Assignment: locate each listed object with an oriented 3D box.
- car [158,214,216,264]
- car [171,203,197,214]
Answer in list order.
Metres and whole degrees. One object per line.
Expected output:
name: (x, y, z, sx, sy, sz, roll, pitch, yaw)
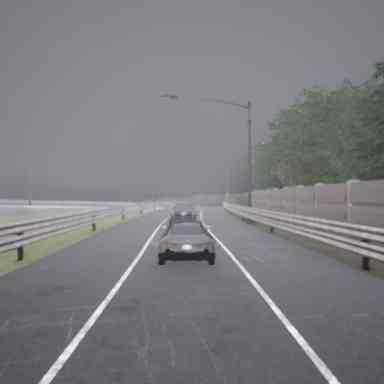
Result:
car: (-0.213, 1.741, 12.565, 1.994, 1.385, 4.181, 0, -1, -2)
car: (-0.655, 1.731, 27.570, 2.097, 1.767, 4.553, 0, -1, 0)
